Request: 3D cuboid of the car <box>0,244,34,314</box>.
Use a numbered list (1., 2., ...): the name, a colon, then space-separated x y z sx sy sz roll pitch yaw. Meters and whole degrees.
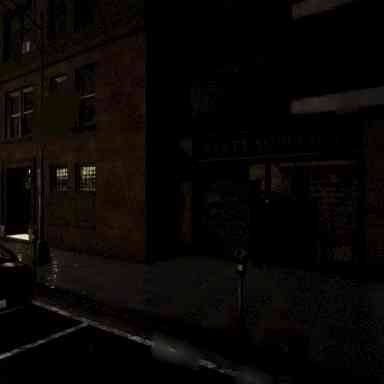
1. car: -4.827 1.551 6.510 4.403 1.369 2.008 0 0 35
